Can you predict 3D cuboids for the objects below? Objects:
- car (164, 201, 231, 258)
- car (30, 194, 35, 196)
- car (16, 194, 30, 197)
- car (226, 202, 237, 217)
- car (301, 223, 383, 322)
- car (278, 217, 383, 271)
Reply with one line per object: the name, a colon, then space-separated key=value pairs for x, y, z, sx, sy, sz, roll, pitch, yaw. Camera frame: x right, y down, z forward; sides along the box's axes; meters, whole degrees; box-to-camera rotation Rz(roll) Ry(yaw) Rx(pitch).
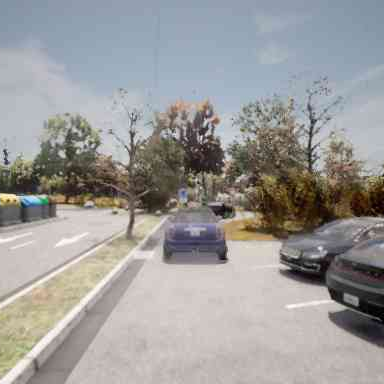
car: x=0.102 y=1.349 z=12.831 sx=2.097 sy=1.767 sz=4.553 roll=0 pitch=0 yaw=0
car: x=-26.109 y=0.939 z=52.418 sx=4.181 sy=1.385 sz=1.994 roll=4 pitch=-2 yaw=2
car: x=-24.380 y=1.418 z=45.633 sx=2.435 sy=2.045 sz=5.566 roll=1 pitch=-3 yaw=-19
car: x=2.605 y=1.580 z=29.981 sx=1.882 sy=1.535 sz=5.008 roll=-1 pitch=-2 yaw=23
car: x=4.824 y=1.489 z=6.171 sx=4.892 sy=1.521 sz=2.231 roll=1 pitch=0 yaw=-20
car: x=4.836 y=1.490 z=9.566 sx=4.892 sy=1.521 sz=2.231 roll=1 pitch=0 yaw=-20
